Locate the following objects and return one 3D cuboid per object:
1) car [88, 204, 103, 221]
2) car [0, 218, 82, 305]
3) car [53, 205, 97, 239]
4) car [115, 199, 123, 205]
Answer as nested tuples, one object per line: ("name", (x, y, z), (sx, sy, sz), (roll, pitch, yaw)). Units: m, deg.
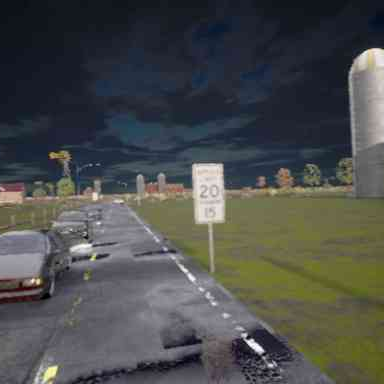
("car", (-9.546, 1.919, 31.664), (2.128, 1.511, 4.902), (-3, 0, -12))
("car", (-4.412, 1.746, 8.927), (2.033, 1.411, 5.357), (-3, 0, -13))
("car", (-6.659, 1.802, 18.838), (1.837, 1.490, 4.892), (-3, 1, -13))
("car", (-16.407, 2.177, 74.652), (1.895, 1.301, 4.718), (-3, 0, -13))
